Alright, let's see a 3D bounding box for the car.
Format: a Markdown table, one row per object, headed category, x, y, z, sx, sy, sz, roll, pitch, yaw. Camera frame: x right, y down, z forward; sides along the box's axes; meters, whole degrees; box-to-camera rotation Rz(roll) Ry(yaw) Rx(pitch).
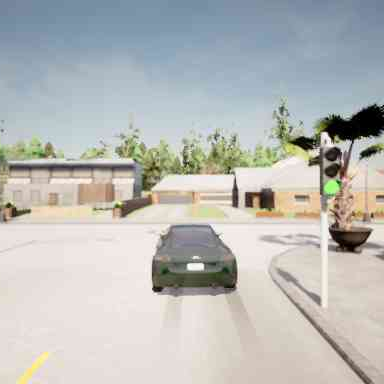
| category | x | y | z | sx | sy | sz | roll | pitch | yaw |
| --- | --- | --- | --- | --- | --- | --- | --- | --- | --- |
| car | -0.053 | 1.546 | 9.049 | 1.994 | 1.385 | 4.181 | 0 | 0 | -4 |
